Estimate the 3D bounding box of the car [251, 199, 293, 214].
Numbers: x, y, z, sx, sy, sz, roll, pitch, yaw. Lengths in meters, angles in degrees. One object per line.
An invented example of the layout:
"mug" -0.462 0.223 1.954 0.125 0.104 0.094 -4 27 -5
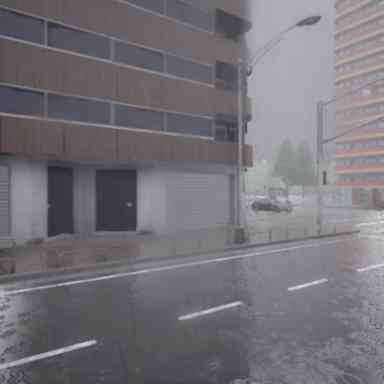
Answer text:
"car" 8.162 1.453 34.406 1.812 1.442 4.674 0 0 -35
